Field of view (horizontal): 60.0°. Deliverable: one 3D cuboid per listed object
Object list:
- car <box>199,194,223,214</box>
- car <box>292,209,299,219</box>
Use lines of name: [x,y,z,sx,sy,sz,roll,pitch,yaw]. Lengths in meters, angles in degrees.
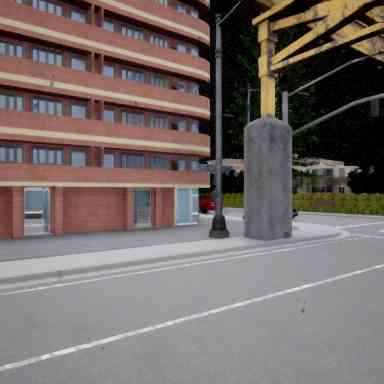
car: [1.023,1.265,36.565,2.150,2.045,5.566,0,0,-35]
car: [6.746,1.623,28.492,1.895,1.301,4.718,0,0,-35]
